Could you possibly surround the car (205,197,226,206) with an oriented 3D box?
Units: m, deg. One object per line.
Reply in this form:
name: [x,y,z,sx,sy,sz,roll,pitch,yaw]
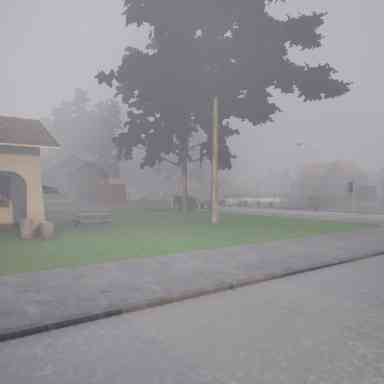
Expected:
car: [3.313,1.525,52.164,1.812,1.442,4.674,0,0,-36]
